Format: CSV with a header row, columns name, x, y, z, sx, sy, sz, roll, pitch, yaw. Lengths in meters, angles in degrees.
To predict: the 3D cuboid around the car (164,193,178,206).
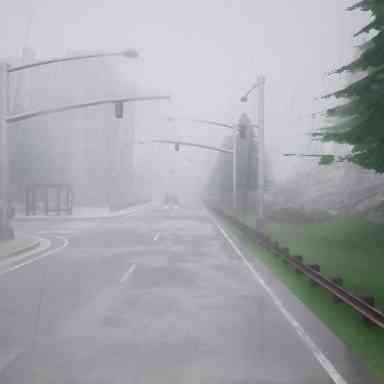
name,x,y,z,sx,sy,sz,roll,pitch,yaw
car,-3.500,1.118,56.822,2.150,2.045,5.566,0,0,0
